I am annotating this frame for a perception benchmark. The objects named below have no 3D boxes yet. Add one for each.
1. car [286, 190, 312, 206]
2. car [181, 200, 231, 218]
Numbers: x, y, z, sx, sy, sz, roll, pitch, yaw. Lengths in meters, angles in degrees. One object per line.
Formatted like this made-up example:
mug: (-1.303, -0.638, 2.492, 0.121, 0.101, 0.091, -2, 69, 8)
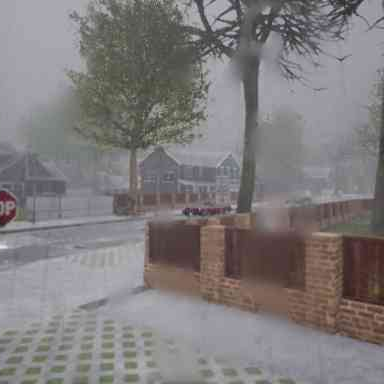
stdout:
car: (14.689, 0.779, 45.418, 2.150, 2.045, 5.566, 3, 2, 36)
car: (1.211, 1.325, 26.571, 1.895, 1.301, 4.718, 3, 2, 35)
